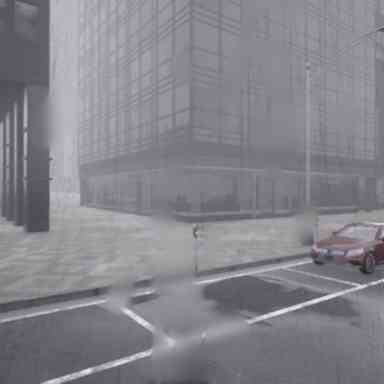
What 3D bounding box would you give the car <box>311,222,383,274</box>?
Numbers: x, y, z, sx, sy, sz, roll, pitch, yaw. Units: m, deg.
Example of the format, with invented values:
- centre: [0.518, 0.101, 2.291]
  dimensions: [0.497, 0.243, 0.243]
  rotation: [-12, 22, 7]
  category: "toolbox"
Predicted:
- centre: [5.582, 1.632, 10.626]
  dimensions: [4.206, 1.307, 1.802]
  rotation: [0, 0, -35]
  category: "car"
